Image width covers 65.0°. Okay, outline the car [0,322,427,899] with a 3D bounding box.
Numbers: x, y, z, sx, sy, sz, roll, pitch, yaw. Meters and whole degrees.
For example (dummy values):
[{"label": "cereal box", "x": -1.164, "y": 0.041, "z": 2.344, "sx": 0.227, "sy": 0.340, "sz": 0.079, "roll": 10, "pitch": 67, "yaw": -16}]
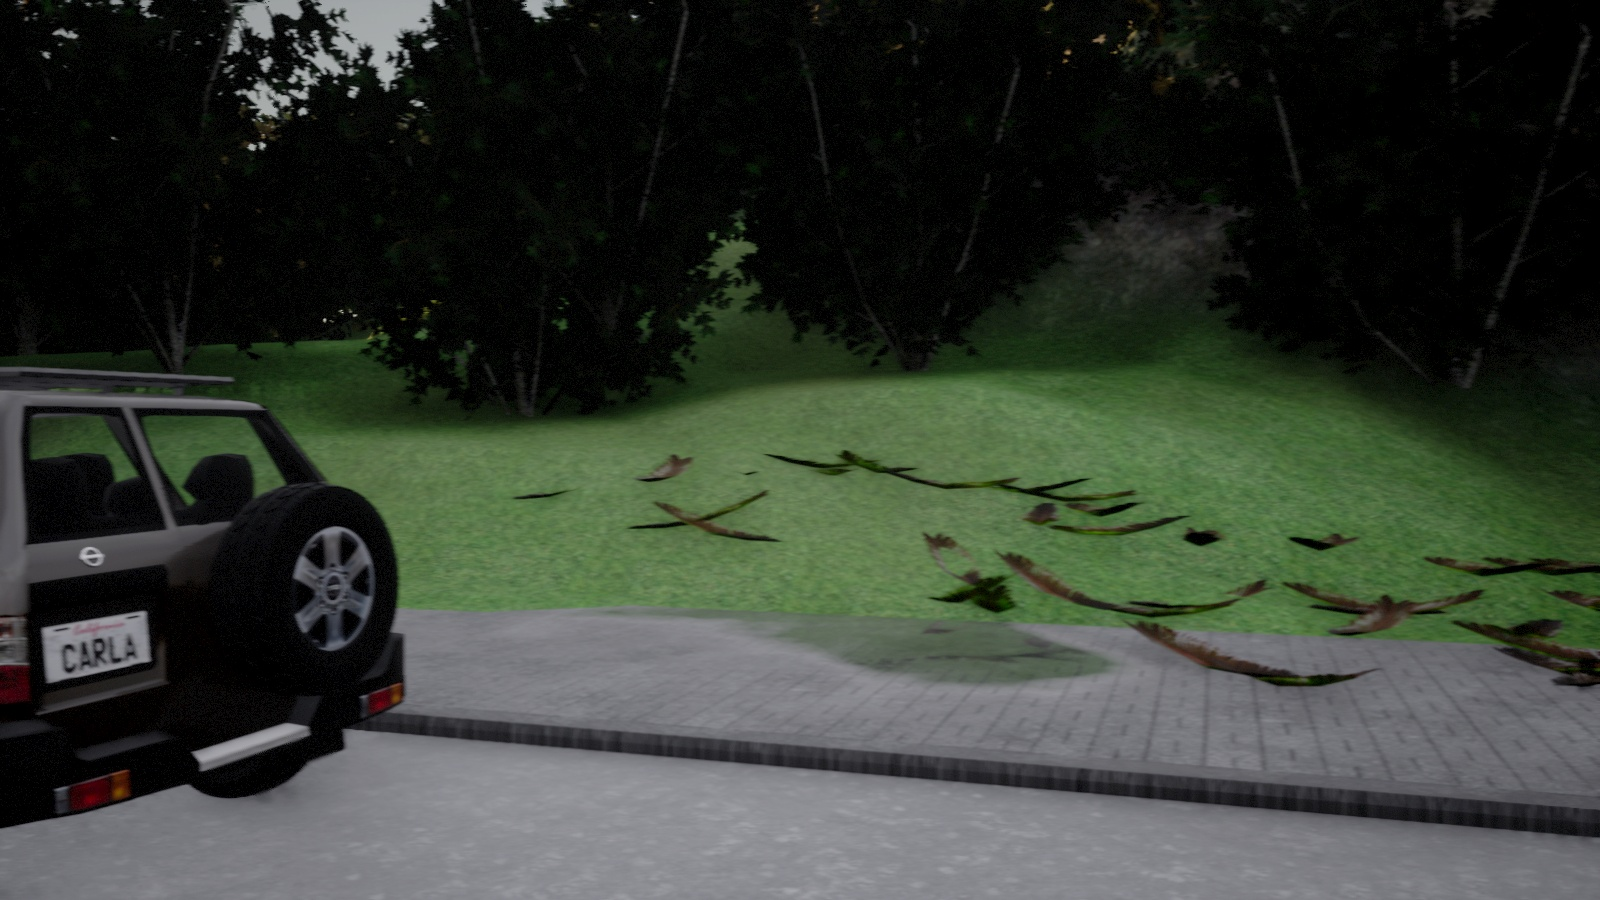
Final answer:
[{"label": "car", "x": -4.054, "y": 0.547, "z": 5.078, "sx": 4.605, "sy": 1.855, "sz": 1.932, "roll": 1, "pitch": 1, "yaw": 19}]
